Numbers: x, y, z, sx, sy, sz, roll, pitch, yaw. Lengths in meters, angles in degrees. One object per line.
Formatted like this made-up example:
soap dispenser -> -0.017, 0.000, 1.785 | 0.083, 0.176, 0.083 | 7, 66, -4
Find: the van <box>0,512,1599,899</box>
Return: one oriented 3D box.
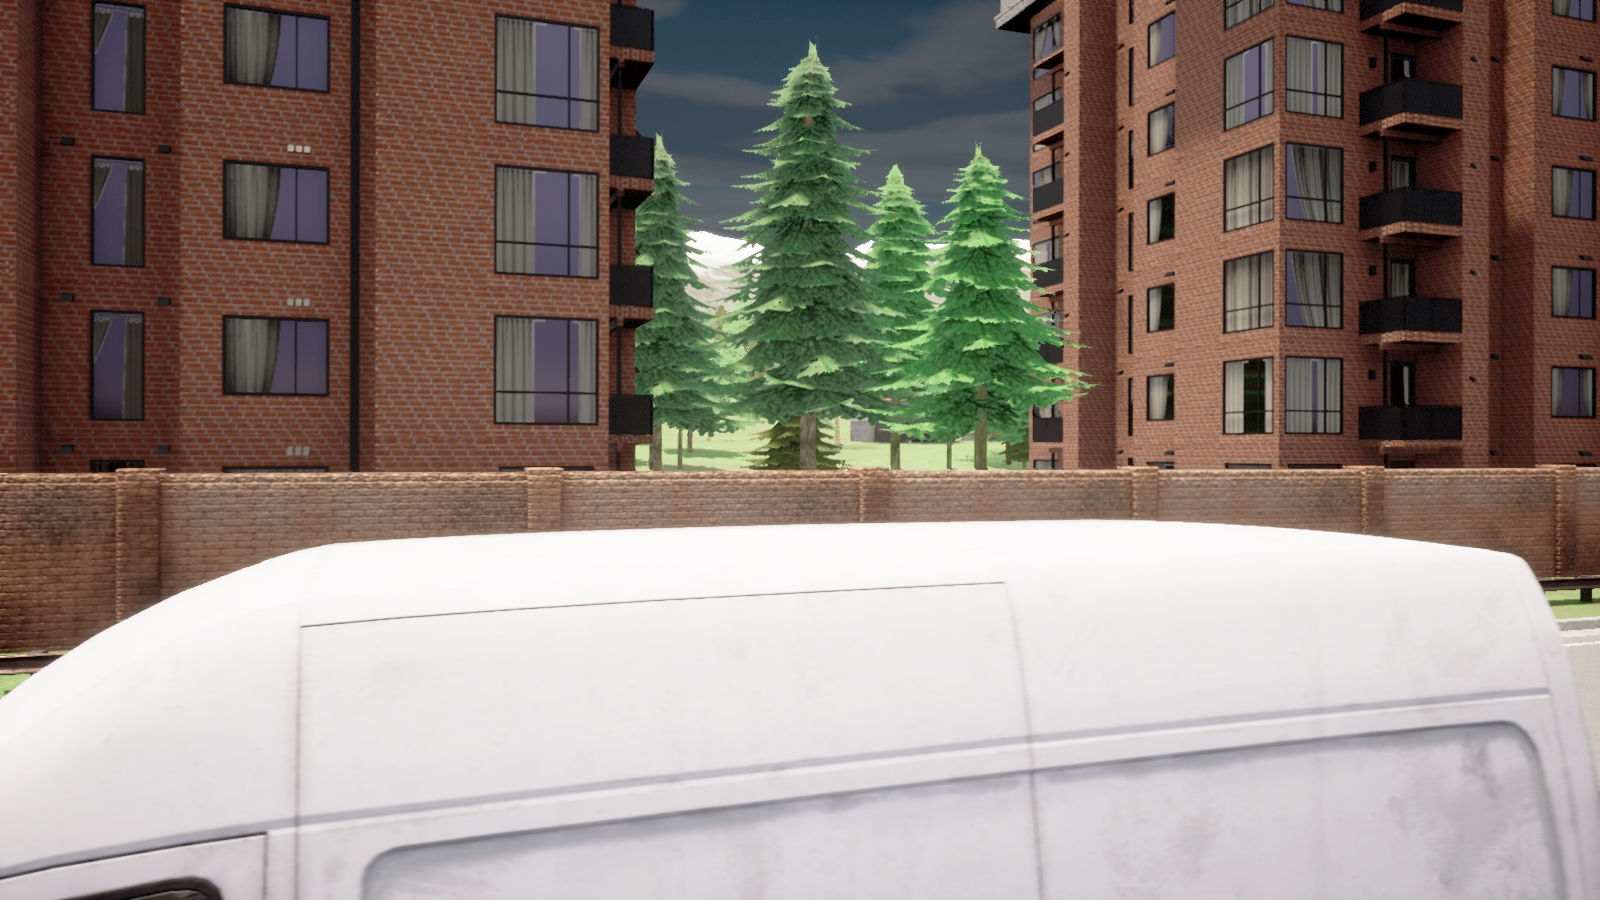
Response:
van -> -0.704, 1.538, 3.039 | 5.915, 2.561, 1.988 | 0, 0, -20
